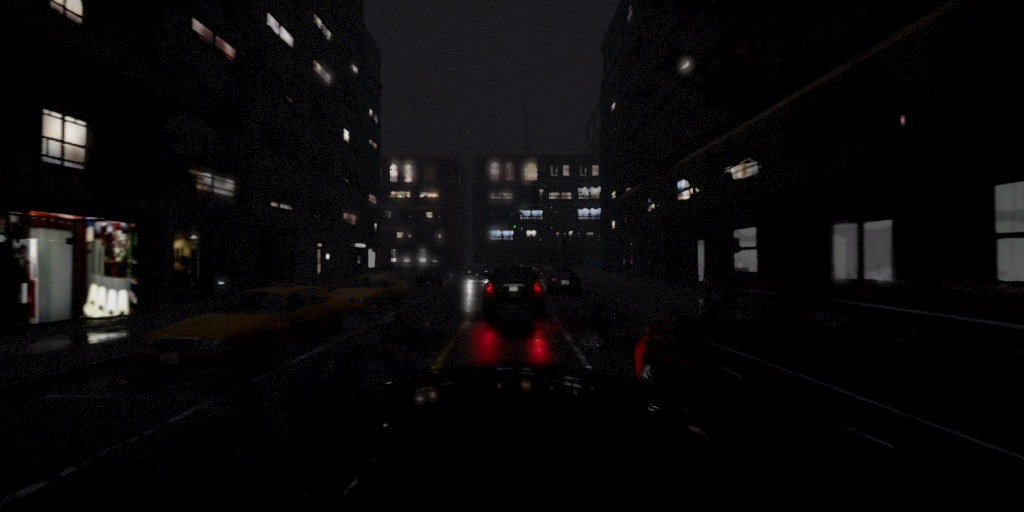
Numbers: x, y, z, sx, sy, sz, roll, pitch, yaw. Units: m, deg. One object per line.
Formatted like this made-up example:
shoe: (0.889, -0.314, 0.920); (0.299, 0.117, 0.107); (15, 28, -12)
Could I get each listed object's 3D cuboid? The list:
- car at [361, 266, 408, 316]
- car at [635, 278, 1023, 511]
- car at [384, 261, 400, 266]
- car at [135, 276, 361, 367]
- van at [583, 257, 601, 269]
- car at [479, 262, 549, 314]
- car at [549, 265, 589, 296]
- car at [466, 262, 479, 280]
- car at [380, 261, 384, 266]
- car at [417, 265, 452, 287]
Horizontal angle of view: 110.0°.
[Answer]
car: (-5.294, 1.268, 13.511); (1.751, 1.417, 4.829); (0, 0, 0)
car: (2.567, 1.064, 2.581); (2.192, 1.841, 5.009); (0, 0, 0)
car: (-19.695, 1.467, 55.488); (4.403, 1.370, 2.007); (0, 0, 0)
car: (-5.304, 1.270, 7.948); (1.751, 1.417, 4.829); (0, 0, 0)
van: (13.089, 1.049, 55.532); (3.998, 1.789, 1.690); (0, 0, 0)
car: (0.068, 1.094, 13.825); (2.097, 1.767, 4.553); (0, 0, 0)
car: (2.567, 1.308, 19.270); (1.948, 1.339, 4.313); (0, 0, 0)
car: (-2.825, 1.270, 31.794); (1.812, 1.442, 4.674); (0, 0, 0)
car: (-19.652, 1.264, 47.349); (4.097, 1.591, 1.967); (0, 0, 0)
car: (-5.280, 1.308, 24.810); (1.948, 1.339, 4.313); (0, 0, 0)
